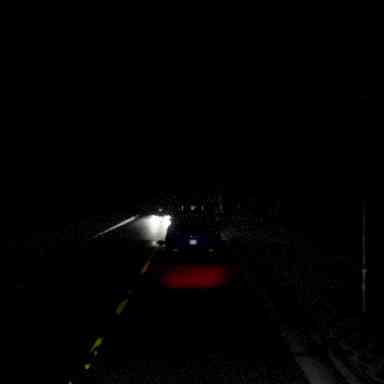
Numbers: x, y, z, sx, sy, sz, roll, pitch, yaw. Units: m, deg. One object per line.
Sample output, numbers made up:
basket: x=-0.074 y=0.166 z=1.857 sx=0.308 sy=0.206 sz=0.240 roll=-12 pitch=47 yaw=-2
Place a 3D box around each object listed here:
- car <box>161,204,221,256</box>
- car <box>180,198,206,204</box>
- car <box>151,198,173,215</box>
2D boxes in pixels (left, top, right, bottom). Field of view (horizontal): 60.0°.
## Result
car: x=0.062 y=1.445 z=13.036 sx=1.882 sy=1.535 sz=5.008 roll=0 pitch=0 yaw=1
car: x=0.064 y=1.239 z=27.795 sx=2.097 sy=1.767 sz=4.553 roll=0 pitch=0 yaw=0
car: x=-2.819 y=1.348 z=32.302 sx=2.128 sy=1.511 sz=4.902 roll=0 pitch=0 yaw=0
